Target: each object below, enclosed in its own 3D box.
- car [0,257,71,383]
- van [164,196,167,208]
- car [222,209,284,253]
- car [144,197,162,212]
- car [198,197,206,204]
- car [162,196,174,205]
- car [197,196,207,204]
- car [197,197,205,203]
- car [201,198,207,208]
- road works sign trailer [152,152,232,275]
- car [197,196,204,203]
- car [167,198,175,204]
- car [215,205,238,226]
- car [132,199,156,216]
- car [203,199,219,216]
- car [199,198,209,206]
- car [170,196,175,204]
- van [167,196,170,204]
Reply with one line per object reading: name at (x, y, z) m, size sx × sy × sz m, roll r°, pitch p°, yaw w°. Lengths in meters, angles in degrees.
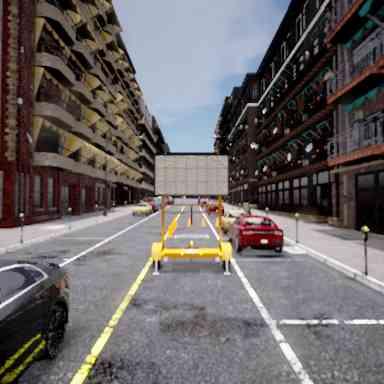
car at (-2.751, 1.511, 3.171) m, size 2.128 × 1.511 × 4.902 m, roll 0°, pitch 0°, yaw 0°
van at (-5.345, 1.732, 52.799) m, size 1.690 × 1.788 × 3.998 m, roll 2°, pitch 0°, yaw 0°
car at (2.572, 1.636, 14.031) m, size 1.887 × 1.381 × 4.507 m, roll 1°, pitch 0°, yaw 0°
car at (-5.332, 1.614, 41.741) m, size 2.192 × 1.841 × 5.009 m, roll 2°, pitch 0°, yaw 0°
car at (2.524, 1.985, 58.276) m, size 1.887 × 1.381 × 4.507 m, roll 1°, pitch -1°, yaw 0°
car at (-5.369, 1.913, 74.921) m, size 2.192 × 1.841 × 5.009 m, roll 1°, pitch -1°, yaw 0°
car at (2.470, 1.967, 80.401) m, size 2.192 × 1.841 × 5.009 m, roll 1°, pitch -1°, yaw 0°
car at (2.455, 2.208, 91.462) m, size 1.967 × 1.590 × 4.097 m, roll 1°, pitch -1°, yaw 0°
car at (2.541, 1.849, 41.685) m, size 2.008 × 1.369 × 4.403 m, roll 1°, pitch 0°, yaw 0°
road works sign trailer at (-0.010, 0.532, 10.701) m, size 2.380 × 3.560 × 2.880 m, roll 0°, pitch 0°, yaw 0°
car at (2.518, 2.036, 63.806) m, size 1.887 × 1.381 × 4.507 m, roll 1°, pitch -1°, yaw 0°
car at (-5.388, 2.275, 85.981) m, size 1.947 × 1.339 × 4.313 m, roll 1°, pitch -1°, yaw 0°
car at (2.566, 1.656, 19.733) m, size 1.752 × 1.417 × 4.829 m, roll 1°, pitch 0°, yaw 0°
car at (-5.332, 1.779, 36.038) m, size 1.752 × 1.417 × 4.829 m, roll 2°, pitch 0°, yaw 0°
car at (2.547, 1.800, 36.153) m, size 1.887 × 1.381 × 4.507 m, roll 1°, pitch 0°, yaw 0°
car at (2.521, 1.984, 69.338) m, size 1.967 × 1.590 × 4.097 m, roll 1°, pitch -1°, yaw 0°
car at (-5.363, 1.860, 69.391) m, size 2.192 × 1.841 × 5.009 m, roll 1°, pitch -1°, yaw 0°
van at (-5.352, 1.782, 58.331) m, size 1.690 × 1.788 × 3.998 m, roll 1°, pitch -1°, yaw 0°
